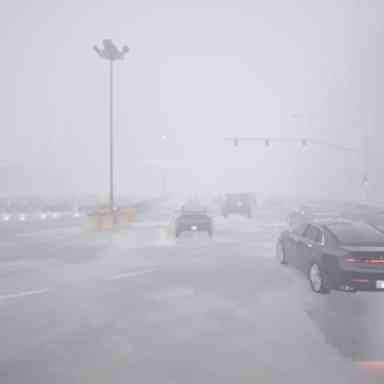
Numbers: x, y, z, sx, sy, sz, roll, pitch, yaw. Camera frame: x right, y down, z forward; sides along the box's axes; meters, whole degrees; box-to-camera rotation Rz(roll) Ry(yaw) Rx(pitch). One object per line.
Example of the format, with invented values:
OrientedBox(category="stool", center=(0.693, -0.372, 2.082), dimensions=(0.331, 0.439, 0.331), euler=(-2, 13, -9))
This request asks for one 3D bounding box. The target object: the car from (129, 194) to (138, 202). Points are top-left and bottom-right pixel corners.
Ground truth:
OrientedBox(category="car", center=(-10.332, 1.027, 55.749), dimensions=(1.882, 1.535, 5.008), euler=(0, 1, 0))

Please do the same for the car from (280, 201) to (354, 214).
OrientedBox(category="car", center=(7.102, 1.455, 19.586), dimensions=(2.033, 1.411, 5.357), euler=(0, 0, 0))

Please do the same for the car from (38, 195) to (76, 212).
OrientedBox(category="car", center=(-13.991, 1.362, 34.936), dimensions=(1.994, 1.385, 4.181), euler=(0, 1, 0))

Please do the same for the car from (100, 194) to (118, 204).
OrientedBox(category="car", center=(-13.833, 1.058, 55.582), dimensions=(1.837, 1.490, 4.892), euler=(0, 1, 0))

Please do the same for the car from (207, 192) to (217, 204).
OrientedBox(category="car", center=(3.706, 1.160, 47.738), dimensions=(2.128, 1.511, 4.902), euler=(0, 1, 0))

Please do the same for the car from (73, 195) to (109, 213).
OrientedBox(category="car", center=(-10.491, 1.324, 34.919), dimensions=(1.812, 1.442, 4.674), euler=(0, 1, 0))

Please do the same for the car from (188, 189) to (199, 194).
OrientedBox(category="car", center=(0.314, 0.410, 74.252), dimensions=(2.150, 2.045, 5.566), euler=(0, 1, 0))

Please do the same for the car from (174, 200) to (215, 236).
OrientedBox(category="car", center=(0.102, 1.419, 17.976), dimensions=(1.837, 1.490, 4.892), euler=(0, 0, 0))

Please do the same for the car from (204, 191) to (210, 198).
OrientedBox(category="car", center=(3.828, 0.641, 76.063), dimensions=(1.837, 1.490, 4.892), euler=(0, 1, 0))

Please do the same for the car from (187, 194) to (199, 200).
OrientedBox(category="car", center=(0.158, 1.287, 41.447), dimensions=(2.033, 1.411, 5.357), euler=(0, 1, 0))

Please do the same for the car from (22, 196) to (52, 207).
OrientedBox(category="car", center=(-20.916, 1.268, 45.091), dimensions=(1.994, 1.385, 4.181), euler=(0, 1, 0))

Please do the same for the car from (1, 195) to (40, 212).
OrientedBox(category="car", center=(-17.491, 1.149, 34.981), dimensions=(2.097, 1.767, 4.553), euler=(0, 1, 0))

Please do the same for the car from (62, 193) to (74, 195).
OrientedBox(category="car", center=(-17.417, 1.270, 44.843), dimensions=(1.994, 1.385, 4.181), euler=(0, 1, 0))

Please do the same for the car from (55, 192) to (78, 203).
OrientedBox(category="car", center=(-20.835, 0.909, 55.386), dimensions=(2.097, 1.767, 4.553), euler=(0, 1, 0))

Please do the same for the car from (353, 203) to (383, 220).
OrientedBox(category="car", center=(10.602, 1.410, 20.255), dimensions=(1.837, 1.490, 4.892), euler=(0, 0, 0))

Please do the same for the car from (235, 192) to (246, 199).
OrientedBox(category="car", center=(10.813, 0.710, 74.146), dimensions=(1.812, 1.442, 4.674), euler=(0, 1, 0))

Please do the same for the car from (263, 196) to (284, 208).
OrientedBox(category="car", center=(10.673, 1.269, 43.379), dimensions=(2.033, 1.411, 5.357), euler=(0, 1, 0))

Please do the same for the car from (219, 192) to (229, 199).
OrientedBox(category="car", center=(7.326, 0.745, 75.728), dimensions=(1.895, 1.301, 4.718), euler=(0, 1, 0))

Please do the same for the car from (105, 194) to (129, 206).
OrientedBox(category="car", center=(-10.414, 1.178, 45.320), dimensions=(1.882, 1.535, 5.008), euler=(0, 1, 0))

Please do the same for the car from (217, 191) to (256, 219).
OrientedBox(category="car", center=(3.603, 1.081, 28.054), dimensions=(2.150, 2.045, 5.566), euler=(0, 1, 0))

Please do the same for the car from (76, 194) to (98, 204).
OrientedBox(category="car", center=(-17.336, 1.107, 55.200), dimensions=(2.033, 1.411, 5.357), euler=(0, 1, 0))

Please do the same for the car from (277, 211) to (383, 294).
OrientedBox(category="car", center=(3.601, 1.465, 8.648), dimensions=(1.837, 1.490, 4.892), euler=(0, 0, 0))
